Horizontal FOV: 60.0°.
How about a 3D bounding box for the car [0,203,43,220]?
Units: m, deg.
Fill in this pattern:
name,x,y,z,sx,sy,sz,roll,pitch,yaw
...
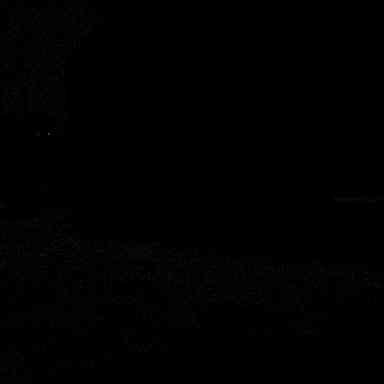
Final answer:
name,x,y,z,sx,sy,sz,roll,pitch,yaw
car,-14.826,1.575,27.341,1.752,1.417,4.829,-1,-1,36
